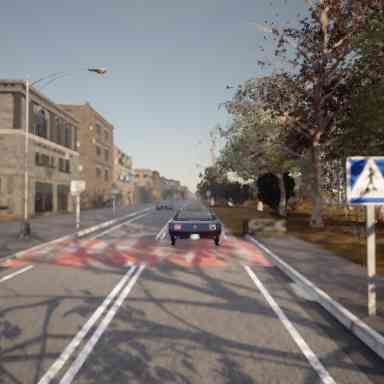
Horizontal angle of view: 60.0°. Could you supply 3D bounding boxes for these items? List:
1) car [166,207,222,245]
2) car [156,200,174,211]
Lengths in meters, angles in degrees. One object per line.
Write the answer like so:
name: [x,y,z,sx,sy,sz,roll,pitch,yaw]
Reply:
car: [0.114,1.389,13.789,1.895,1.301,4.718,0,-3,0]
car: [-3.222,1.614,40.360,1.994,1.385,4.181,0,0,0]
